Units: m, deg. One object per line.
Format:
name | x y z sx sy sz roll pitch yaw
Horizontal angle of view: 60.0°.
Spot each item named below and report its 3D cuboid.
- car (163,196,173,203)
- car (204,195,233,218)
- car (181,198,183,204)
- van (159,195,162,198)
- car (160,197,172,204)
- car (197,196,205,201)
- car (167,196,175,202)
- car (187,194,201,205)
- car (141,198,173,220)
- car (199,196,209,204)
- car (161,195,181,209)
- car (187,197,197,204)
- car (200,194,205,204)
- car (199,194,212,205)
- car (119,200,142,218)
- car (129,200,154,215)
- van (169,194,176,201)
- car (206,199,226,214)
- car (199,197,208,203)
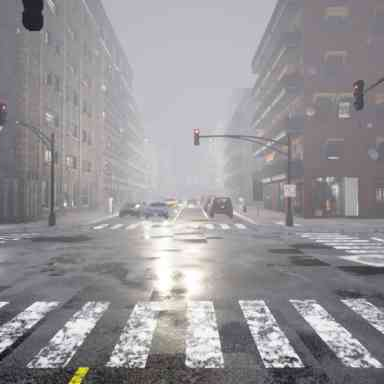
car | -5.370 1.670 74.418 1.752 1.417 4.829 1 0 0
car | 2.558 1.326 30.147 2.192 1.841 5.009 1 0 0
car | -2.812 1.653 63.688 1.994 1.385 4.181 0 0 0
van | -5.356 1.427 63.462 1.690 1.788 3.998 1 0 0
car | -5.365 1.666 69.026 2.008 1.369 4.403 1 0 0
car | 2.493 1.813 91.320 1.947 1.339 4.313 1 0 0
car | -5.381 1.763 85.717 2.008 1.369 4.403 1 0 0
car | 0.046 1.564 60.107 2.128 1.511 4.902 0 0 0
car | -2.871 1.536 28.496 1.812 1.442 4.674 0 0 0
car | 2.516 1.556 69.069 1.967 1.590 4.097 1 0 0
car | -2.886 1.505 45.724 1.882 1.535 5.008 0 0 0
car | -0.001 1.684 70.341 1.994 1.385 4.181 0 0 0
car | 2.547 1.335 41.271 2.192 1.841 5.009 1 0 0
car | 2.523 1.402 63.505 2.192 1.841 5.009 1 0 0
car | -5.326 1.577 30.093 1.947 1.339 4.313 1 0 0
car | -5.331 1.580 35.654 1.947 1.339 4.313 1 0 0
van | -5.383 1.588 91.282 1.690 1.788 3.998 1 0 0
car | 2.549 1.540 35.876 1.752 1.417 4.829 1 0 0
car | 2.509 1.728 74.629 1.802 1.307 4.206 1 0 0
